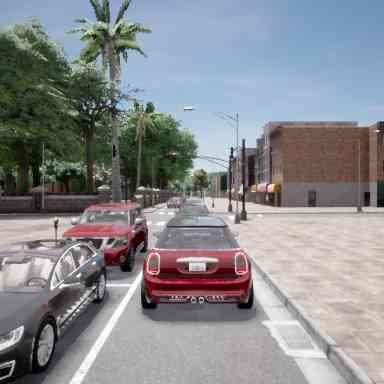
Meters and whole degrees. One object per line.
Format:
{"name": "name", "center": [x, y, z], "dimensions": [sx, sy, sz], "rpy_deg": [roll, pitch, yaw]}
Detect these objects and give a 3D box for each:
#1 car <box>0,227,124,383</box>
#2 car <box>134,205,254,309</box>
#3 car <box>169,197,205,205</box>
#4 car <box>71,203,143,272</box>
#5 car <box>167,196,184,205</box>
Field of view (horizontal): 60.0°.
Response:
{"name": "car", "center": [-2.638, 1.551, 5.489], "dimensions": [2.008, 1.369, 4.403], "rpy_deg": [0, 0, 0]}
{"name": "car", "center": [0.098, 1.354, 8.028], "dimensions": [2.097, 1.767, 4.553], "rpy_deg": [0, 0, 0]}
{"name": "car", "center": [0.075, 1.363, 17.802], "dimensions": [2.097, 1.767, 4.553], "rpy_deg": [0, 0, -1]}
{"name": "car", "center": [-2.639, 1.318, 10.953], "dimensions": [2.192, 1.841, 5.009], "rpy_deg": [0, 0, 0]}
{"name": "car", "center": [-2.640, 1.543, 49.102], "dimensions": [1.967, 1.590, 4.097], "rpy_deg": [0, 0, 0]}
